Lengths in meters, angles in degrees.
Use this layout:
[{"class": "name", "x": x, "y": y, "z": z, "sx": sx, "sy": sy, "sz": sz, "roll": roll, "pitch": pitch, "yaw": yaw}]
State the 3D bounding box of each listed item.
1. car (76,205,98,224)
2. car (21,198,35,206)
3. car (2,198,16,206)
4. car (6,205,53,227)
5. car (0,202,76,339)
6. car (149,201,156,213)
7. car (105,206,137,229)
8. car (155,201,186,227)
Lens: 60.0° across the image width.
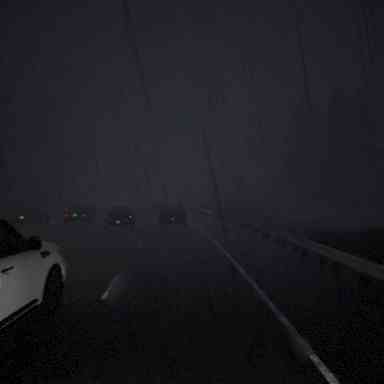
[{"class": "car", "x": -8.833, "y": 1.768, "z": 26.635, "sx": 2.033, "sy": 1.411, "sz": 5.357, "roll": 0, "pitch": 0, "yaw": -8}, {"class": "car", "x": -35.161, "y": 2.133, "z": 71.398, "sx": 2.128, "sy": 1.511, "sz": 4.902, "roll": 0, "pitch": 0, "yaw": -21}, {"class": "car", "x": -38.316, "y": 2.079, "z": 69.850, "sx": 1.882, "sy": 1.535, "sz": 5.008, "roll": 0, "pitch": 0, "yaw": -21}, {"class": "car", "x": -12.233, "y": 1.780, "z": 25.400, "sx": 1.994, "sy": 1.385, "sz": 4.181, "roll": 0, "pitch": 0, "yaw": -7}, {"class": "car", "x": -3.553, "y": 1.262, "z": 4.408, "sx": 2.150, "sy": 2.045, "sz": 5.566, "roll": 0, "pitch": 0, "yaw": -2}, {"class": "car", "x": -4.243, "y": 1.803, "z": 41.211, "sx": 1.882, "sy": 1.535, "sz": 5.008, "roll": 0, "pitch": -1, "yaw": -11}, {"class": "car", "x": -4.887, "y": 1.712, "z": 23.081, "sx": 1.812, "sy": 1.442, "sz": 4.674, "roll": 0, "pitch": 0, "yaw": -6}, {"class": "car", "x": -1.570, "y": 1.671, "z": 24.709, "sx": 1.882, "sy": 1.535, "sz": 5.008, "roll": 0, "pitch": 0, "yaw": -7}]
